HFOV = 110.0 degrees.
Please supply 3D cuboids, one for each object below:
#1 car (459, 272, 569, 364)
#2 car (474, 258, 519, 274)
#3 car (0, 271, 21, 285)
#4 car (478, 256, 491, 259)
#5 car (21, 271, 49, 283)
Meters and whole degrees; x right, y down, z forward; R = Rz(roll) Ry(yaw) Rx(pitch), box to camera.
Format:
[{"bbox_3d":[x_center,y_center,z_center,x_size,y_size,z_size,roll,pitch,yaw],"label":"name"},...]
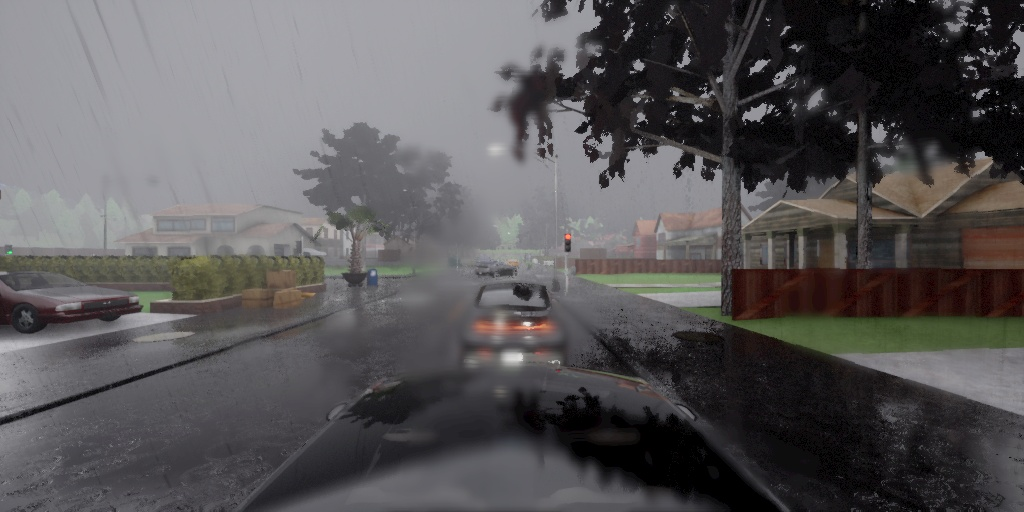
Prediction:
[{"bbox_3d":[0.047,1.255,7.654,1.837,1.490,4.892,0,0,1],"label":"car"},{"bbox_3d":[-1.388,1.241,32.370,2.128,1.511,4.902,1,0,33],"label":"car"},{"bbox_3d":[-40.594,1.101,26.813,4.553,1.767,2.097,0,0,1],"label":"car"},{"bbox_3d":[-4.059,0.971,52.258,2.150,2.045,5.566,0,0,0],"label":"car"},{"bbox_3d":[-43.850,1.242,30.851,4.902,1.511,2.128,0,0,0],"label":"car"}]
